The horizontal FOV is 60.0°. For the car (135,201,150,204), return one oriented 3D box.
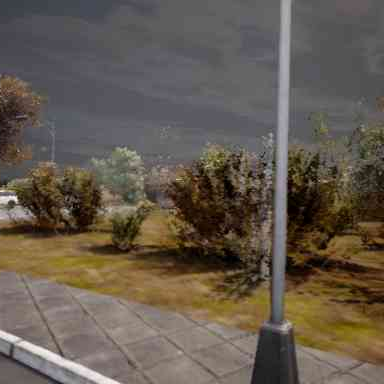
[{"bbox_3d":[-7.731,2.203,55.612,1.882,1.535,5.008,2,-2,19],"label":"car"}]

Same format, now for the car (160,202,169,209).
[{"bbox_3d":[-4.524,2.335,54.186,1.812,1.442,4.674,2,-2,19],"label":"car"}]

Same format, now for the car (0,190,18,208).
[{"bbox_3d":[-21.934,0.796,36.647,2.150,2.045,5.566,2,-2,19],"label":"car"}]
